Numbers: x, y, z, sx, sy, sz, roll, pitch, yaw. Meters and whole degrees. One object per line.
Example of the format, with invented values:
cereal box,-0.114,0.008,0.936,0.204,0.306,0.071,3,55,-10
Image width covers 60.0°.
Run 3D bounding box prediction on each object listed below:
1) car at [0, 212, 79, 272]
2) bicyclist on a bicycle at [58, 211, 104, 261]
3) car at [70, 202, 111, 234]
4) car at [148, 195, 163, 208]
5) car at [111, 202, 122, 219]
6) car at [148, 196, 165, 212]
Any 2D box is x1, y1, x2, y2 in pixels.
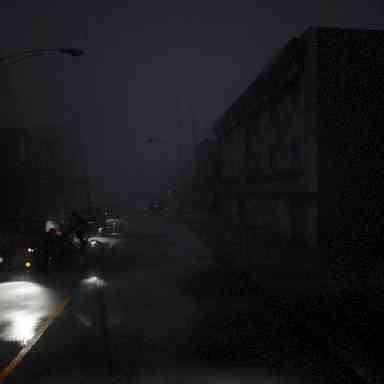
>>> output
car,-5.166,1.561,10.503,1.994,1.385,4.181,0,0,-6
bicyclist on a bicycle,-3.710,1.466,10.932,1.656,1.620,0.582,2,0,-6
car,-6.161,1.505,19.348,1.837,1.490,4.892,0,0,-6
car,-5.287,1.352,49.147,2.097,1.767,4.553,0,0,-5
car,-7.250,1.564,29.189,1.994,1.385,4.181,0,0,-6
car,-4.189,1.564,39.310,1.994,1.385,4.181,0,0,-6
